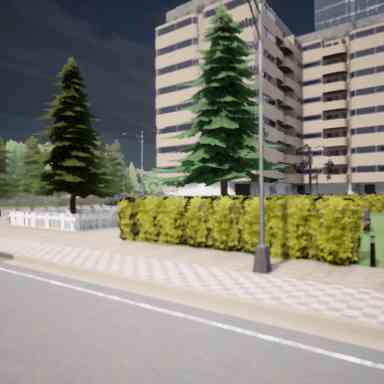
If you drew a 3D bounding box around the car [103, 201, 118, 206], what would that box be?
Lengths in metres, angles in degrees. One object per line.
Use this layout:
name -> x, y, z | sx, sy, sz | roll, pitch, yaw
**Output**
car -> -14.413, 1.674, 64.232 | 2.150, 2.045, 5.566 | -1, 0, 36
